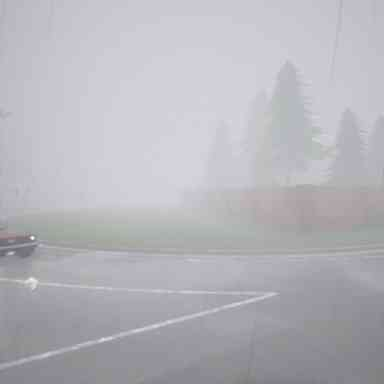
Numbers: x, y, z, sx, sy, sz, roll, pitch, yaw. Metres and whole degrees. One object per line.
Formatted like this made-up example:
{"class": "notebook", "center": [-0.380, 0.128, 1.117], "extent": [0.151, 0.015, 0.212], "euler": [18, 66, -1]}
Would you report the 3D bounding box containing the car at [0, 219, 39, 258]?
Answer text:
{"class": "car", "center": [-7.447, 1.601, 11.639], "extent": [4.718, 1.301, 1.895], "euler": [0, 0, 35]}
